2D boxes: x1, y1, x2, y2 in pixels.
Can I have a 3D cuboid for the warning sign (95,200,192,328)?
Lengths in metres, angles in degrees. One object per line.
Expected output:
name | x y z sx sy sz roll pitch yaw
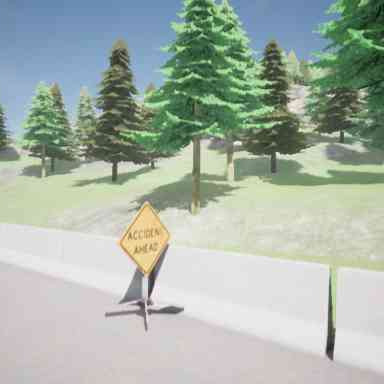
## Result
warning sign | -0.817 1.099 5.800 1.060 1.860 1.300 0 0 37
